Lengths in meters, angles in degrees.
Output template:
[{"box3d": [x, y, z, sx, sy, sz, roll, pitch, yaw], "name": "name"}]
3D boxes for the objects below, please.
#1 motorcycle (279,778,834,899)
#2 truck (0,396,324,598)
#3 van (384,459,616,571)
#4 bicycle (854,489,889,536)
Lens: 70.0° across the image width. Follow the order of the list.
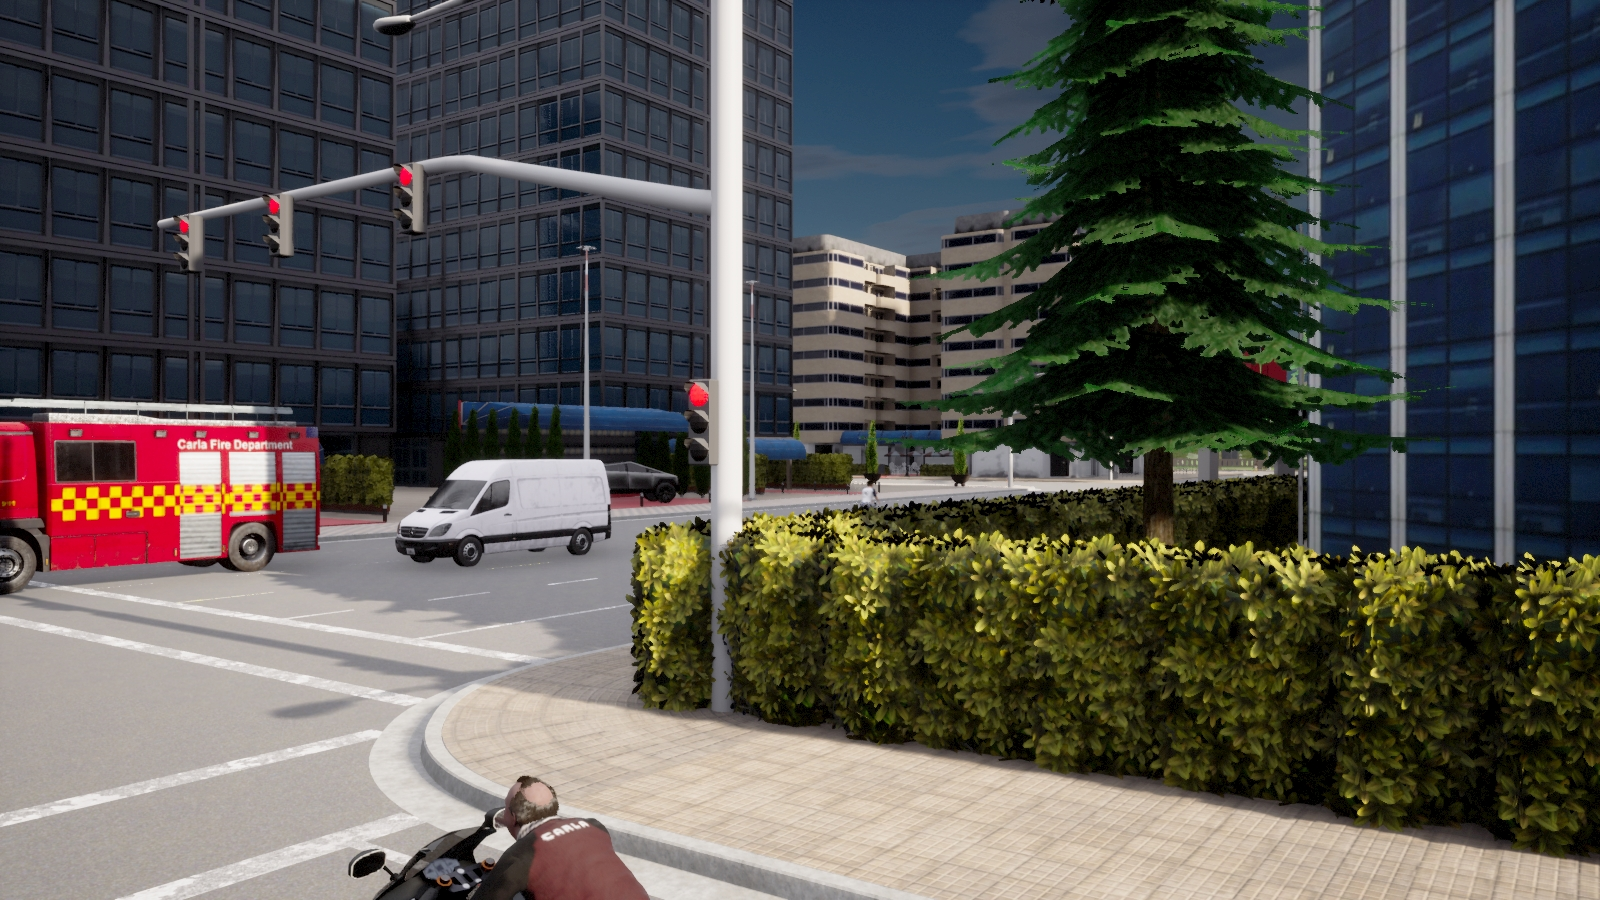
[{"box3d": [-1.027, 2.205, 4.504, 2.209, 1.251, 0.867, 0, 0, 35], "name": "motorcycle"}, {"box3d": [-14.959, 0.889, 24.598, 2.891, 3.827, 8.468, 0, 0, 34], "name": "truck"}, {"box3d": [-7.573, 1.533, 29.577, 1.988, 2.561, 5.915, 0, 0, 35], "name": "van"}, {"box3d": [2.387, 2.055, 37.918, 0.373, 1.496, 1.643, 0, 0, 35], "name": "bicycle"}]
